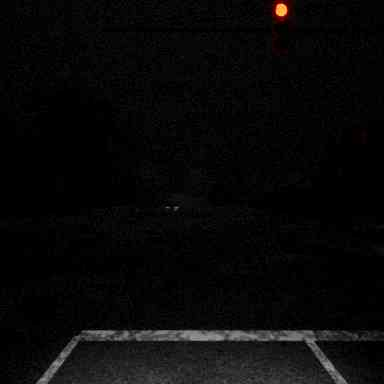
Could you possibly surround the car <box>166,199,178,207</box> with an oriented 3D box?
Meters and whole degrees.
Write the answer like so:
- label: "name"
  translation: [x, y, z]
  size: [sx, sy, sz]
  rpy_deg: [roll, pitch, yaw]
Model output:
- label: "car"
  translation: [-3.499, 1.861, 57.673]
  size: [1.812, 1.442, 4.674]
  rpy_deg: [0, -2, 0]
